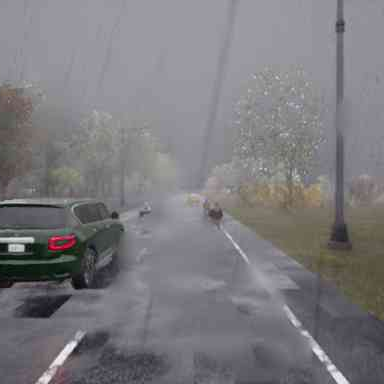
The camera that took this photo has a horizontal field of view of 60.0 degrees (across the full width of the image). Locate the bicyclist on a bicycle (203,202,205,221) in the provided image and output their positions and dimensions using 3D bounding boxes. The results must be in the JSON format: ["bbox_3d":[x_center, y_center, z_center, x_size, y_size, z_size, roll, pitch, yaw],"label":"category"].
[{"bbox_3d":[1.014,1.302,22.582,0.582,1.620,1.656,0,0,0],"label":"bicyclist on a bicycle"}]

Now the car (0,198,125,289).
[{"bbox_3d":[-3.382,1.158,9.123,2.150,2.045,5.566,0,0,0],"label":"car"}]

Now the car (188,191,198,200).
[{"bbox_3d":[0.164,0.737,74.099,2.150,2.045,5.566,0,0,0],"label":"car"}]

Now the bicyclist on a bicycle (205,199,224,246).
[{"bbox_3d":[0.996,1.278,13.787,0.659,1.776,1.843,0,1,0],"label":"bicyclist on a bicycle"}]

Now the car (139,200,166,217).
[{"bbox_3d":[-3.341,1.355,28.720,2.033,1.411,5.357,0,0,0],"label":"car"}]

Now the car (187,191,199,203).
[{"bbox_3d":[0.222,1.102,56.820,1.882,1.535,5.008,0,0,0],"label":"car"}]
